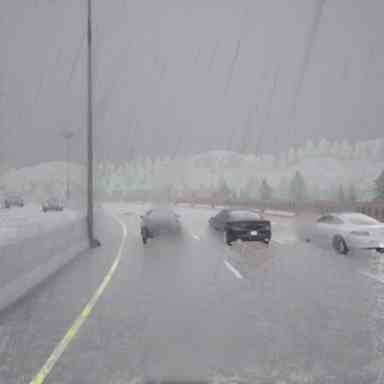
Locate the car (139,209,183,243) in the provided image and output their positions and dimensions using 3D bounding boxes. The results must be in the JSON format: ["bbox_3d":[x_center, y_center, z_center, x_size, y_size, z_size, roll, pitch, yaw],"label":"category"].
[{"bbox_3d":[-1.567,1.564,16.332,1.812,1.442,4.674,0,0,-10],"label":"car"}]

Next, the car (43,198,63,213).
[{"bbox_3d":[-16.695,1.496,39.887,2.097,1.767,4.553,0,0,-26],"label":"car"}]

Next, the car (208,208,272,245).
[{"bbox_3d":[2.083,1.500,15.728,1.882,1.535,5.008,0,0,-9],"label":"car"}]

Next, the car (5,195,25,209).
[{"bbox_3d":[-27.251,1.431,51.077,2.150,2.045,5.566,0,0,-34],"label":"car"}]

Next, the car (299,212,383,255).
[{"bbox_3d":[5.983,1.528,13.266,1.812,1.442,4.674,0,0,-7],"label":"car"}]
